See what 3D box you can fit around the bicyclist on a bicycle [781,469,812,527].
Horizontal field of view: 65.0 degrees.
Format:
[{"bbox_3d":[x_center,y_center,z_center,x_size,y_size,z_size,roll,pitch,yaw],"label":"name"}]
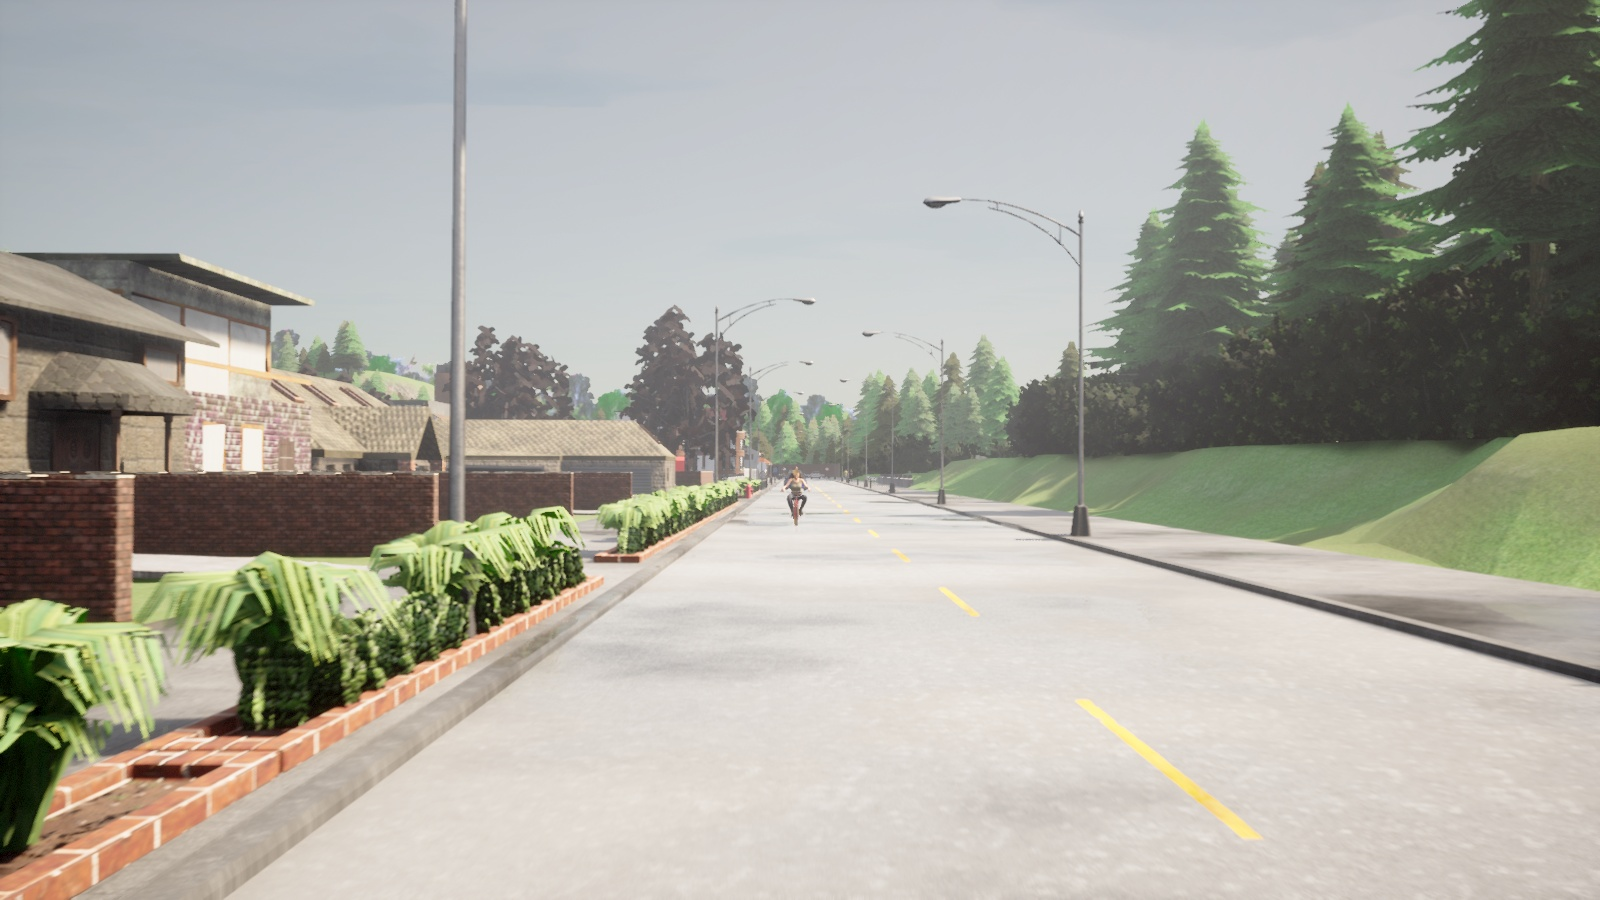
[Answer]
[{"bbox_3d":[-0.092,1.347,35.545,0.866,1.612,1.509,0,-1,0],"label":"bicyclist on a bicycle"}]
